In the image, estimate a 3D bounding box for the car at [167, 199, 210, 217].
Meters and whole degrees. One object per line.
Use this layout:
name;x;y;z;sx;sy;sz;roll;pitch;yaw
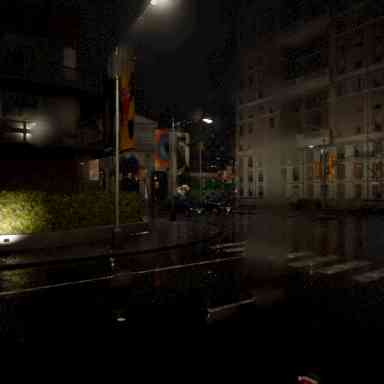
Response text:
car;-0.670;1.525;32.081;1.812;1.442;4.674;0;0;-35

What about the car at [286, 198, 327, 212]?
car;13.192;1.503;38.745;1.837;1.490;4.892;0;0;-35

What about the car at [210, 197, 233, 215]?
car;2.121;1.491;34.198;2.128;1.511;4.902;0;0;-35

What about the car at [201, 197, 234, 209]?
car;3.502;1.477;46.444;1.882;1.535;5.008;0;0;-35
